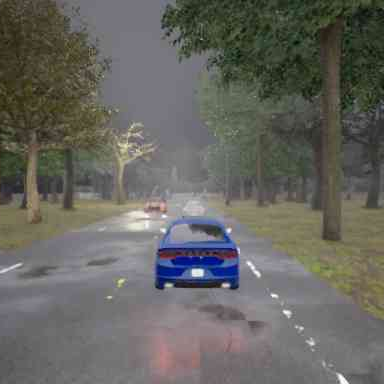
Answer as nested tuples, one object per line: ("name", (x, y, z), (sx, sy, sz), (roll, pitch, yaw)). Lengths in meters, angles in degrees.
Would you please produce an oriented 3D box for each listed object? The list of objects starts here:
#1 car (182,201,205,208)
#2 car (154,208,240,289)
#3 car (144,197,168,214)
("car", (0.137, 1.434, 27.578), (1.812, 1.442, 4.674), (0, 0, 0))
("car", (0.114, 1.436, 9.065), (1.882, 1.535, 5.008), (0, 0, 0))
("car", (-3.550, 1.251, 33.356), (2.097, 1.767, 4.553), (0, 0, 0))
